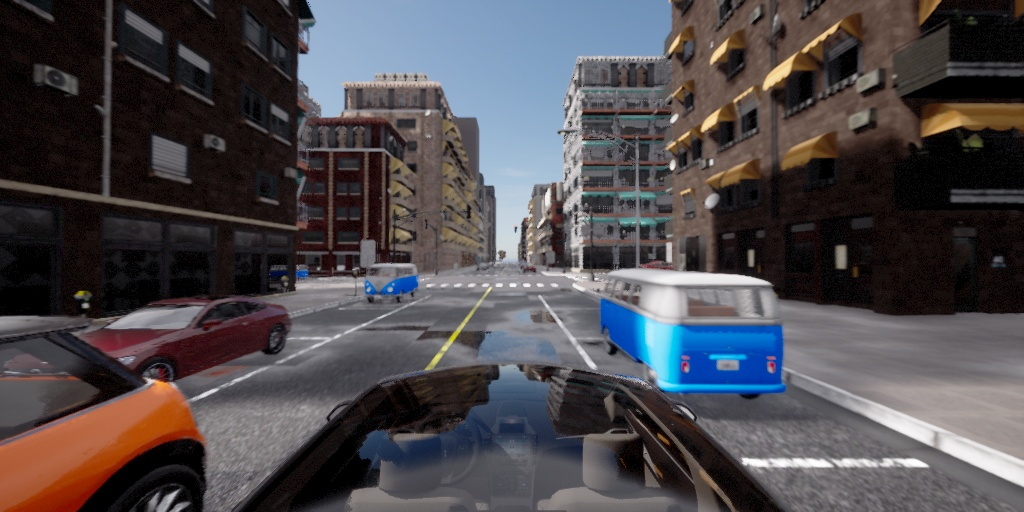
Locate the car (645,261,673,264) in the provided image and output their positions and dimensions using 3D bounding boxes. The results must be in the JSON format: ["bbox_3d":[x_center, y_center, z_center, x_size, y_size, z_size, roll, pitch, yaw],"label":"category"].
[{"bbox_3d":[14.631,1.275,35.217,5.008,1.535,1.882,-1,-1,0],"label":"car"}]

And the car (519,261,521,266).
[{"bbox_3d":[2.691,1.928,61.012,2.007,1.370,4.403,0,0,0],"label":"car"}]

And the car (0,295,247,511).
[{"bbox_3d":[-3.098,1.089,0.459,2.097,1.767,4.553,0,-1,0],"label":"car"}]

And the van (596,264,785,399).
[{"bbox_3d":[2.690,1.139,6.313,1.690,1.789,3.998,0,0,0],"label":"van"}]

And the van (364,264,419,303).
[{"bbox_3d":[-5.803,1.257,17.585,1.690,1.789,3.998,0,0,0],"label":"van"}]

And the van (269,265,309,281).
[{"bbox_3d":[-25.368,1.909,40.830,3.998,1.789,1.690,0,0,0],"label":"van"}]

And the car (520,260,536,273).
[{"bbox_3d":[2.691,1.758,55.478,1.967,1.591,4.097,0,0,0],"label":"car"}]

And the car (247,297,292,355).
[{"bbox_3d":[-5.691,1.380,6.317,1.802,1.307,4.207,0,0,0],"label":"car"}]
